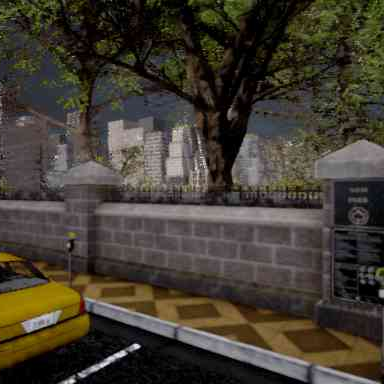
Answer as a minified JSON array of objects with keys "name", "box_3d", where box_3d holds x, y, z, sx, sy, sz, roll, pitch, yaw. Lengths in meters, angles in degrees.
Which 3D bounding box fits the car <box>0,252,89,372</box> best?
[{"name":"car","box_3d":[-3.692,1.526,5.336,4.829,1.417,1.752,0,0,35]}]
